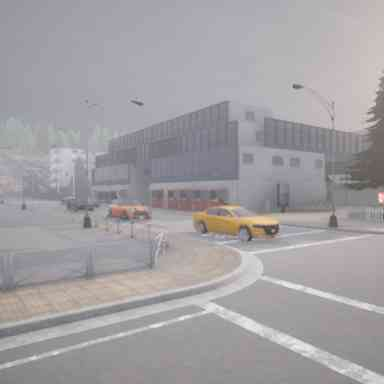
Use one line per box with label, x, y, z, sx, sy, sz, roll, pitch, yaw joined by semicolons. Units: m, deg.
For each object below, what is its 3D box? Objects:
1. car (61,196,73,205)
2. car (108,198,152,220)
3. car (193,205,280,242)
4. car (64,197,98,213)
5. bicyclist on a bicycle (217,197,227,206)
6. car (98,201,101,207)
car;-20.188;1.472;54.690;1.837;1.490;4.892;0;0;-35
car;-5.037;1.324;26.659;2.097;1.767;4.553;0;0;-35
car;2.069;1.449;16.642;1.882;1.535;5.008;0;0;-37
car;-12.592;1.572;37.515;1.895;1.301;4.718;0;0;-35
bicyclist on a bicycle;2.555;1.264;28.851;1.656;1.620;0.582;0;0;-35
car;-14.474;1.515;46.579;2.033;1.411;5.357;0;0;-34
